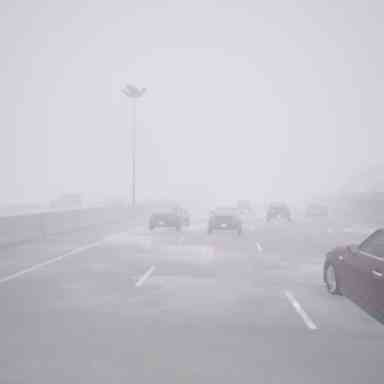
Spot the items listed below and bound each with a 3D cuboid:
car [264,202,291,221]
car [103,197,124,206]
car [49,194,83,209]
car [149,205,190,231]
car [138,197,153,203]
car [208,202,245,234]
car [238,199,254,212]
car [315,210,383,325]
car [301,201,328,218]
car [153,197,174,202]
[{"bbox_3d":[7.150,1.582,27.744,1.837,1.490,4.892,0,0,12],"label":"car"},{"bbox_3d":[-12.505,1.540,53.256,2.128,1.511,4.902,0,0,13],"label":"car"},{"bbox_3d":[-17.578,1.239,46.656,2.150,2.045,5.566,0,0,13],"label":"car"},{"bbox_3d":[-1.332,1.558,20.679,1.812,1.442,4.674,0,0,9],"label":"car"},{"bbox_3d":[-7.776,1.623,58.296,2.033,1.411,5.357,0,0,13],"label":"car"},{"bbox_3d":[2.000,1.569,19.426,1.812,1.442,4.674,0,0,9],"label":"car"},{"bbox_3d":[6.465,1.604,41.051,1.837,1.490,4.892,0,0,12],"label":"car"},{"bbox_3d":[3.996,1.378,5.823,2.097,1.767,4.553,0,0,3],"label":"car"},{"bbox_3d":[11.543,1.579,31.553,1.882,1.535,5.008,0,0,12],"label":"car"},{"bbox_3d":[-4.482,1.564,57.034,1.882,1.535,5.008,0,0,13],"label":"car"}]
